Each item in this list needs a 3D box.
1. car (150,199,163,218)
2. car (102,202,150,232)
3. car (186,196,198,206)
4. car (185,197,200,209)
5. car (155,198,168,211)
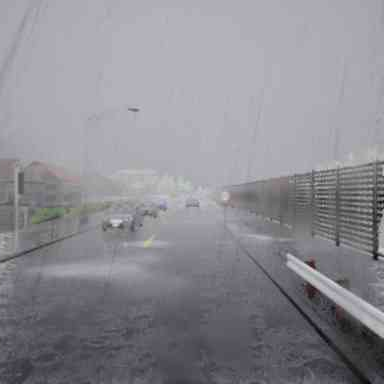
[{"bbox_3d":[-4.093,1.584,30.244,1.994,1.385,4.181,0,0,0],"label":"car"},{"bbox_3d":[-4.097,1.505,20.307,2.128,1.511,4.902,0,0,0],"label":"car"},{"bbox_3d":[0.000,1.517,57.445,1.882,1.535,5.008,0,0,0],"label":"car"},{"bbox_3d":[0.101,1.524,47.145,2.128,1.511,4.902,0,0,0],"label":"car"},{"bbox_3d":[-4.067,1.505,40.698,1.882,1.535,5.008,0,0,0],"label":"car"}]
